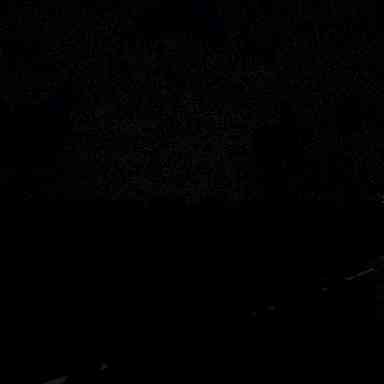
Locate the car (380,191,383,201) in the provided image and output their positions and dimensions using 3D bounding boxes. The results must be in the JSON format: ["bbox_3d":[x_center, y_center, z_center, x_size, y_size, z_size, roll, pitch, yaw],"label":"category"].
[{"bbox_3d":[41.535,0.906,70.902,2.150,2.045,5.566,1,0,23],"label":"car"}]
